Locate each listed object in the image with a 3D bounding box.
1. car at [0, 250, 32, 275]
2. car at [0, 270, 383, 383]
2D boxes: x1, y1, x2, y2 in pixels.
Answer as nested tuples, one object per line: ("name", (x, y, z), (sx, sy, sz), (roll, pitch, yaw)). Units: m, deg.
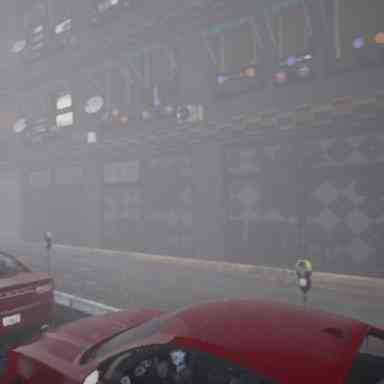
("car", (-4.214, 1.593, 5.747), (4.507, 1.381, 1.887), (-1, -2, 36))
("car", (0.289, 1.553, 2.537), (4.507, 1.381, 1.887), (-1, -2, 36))
